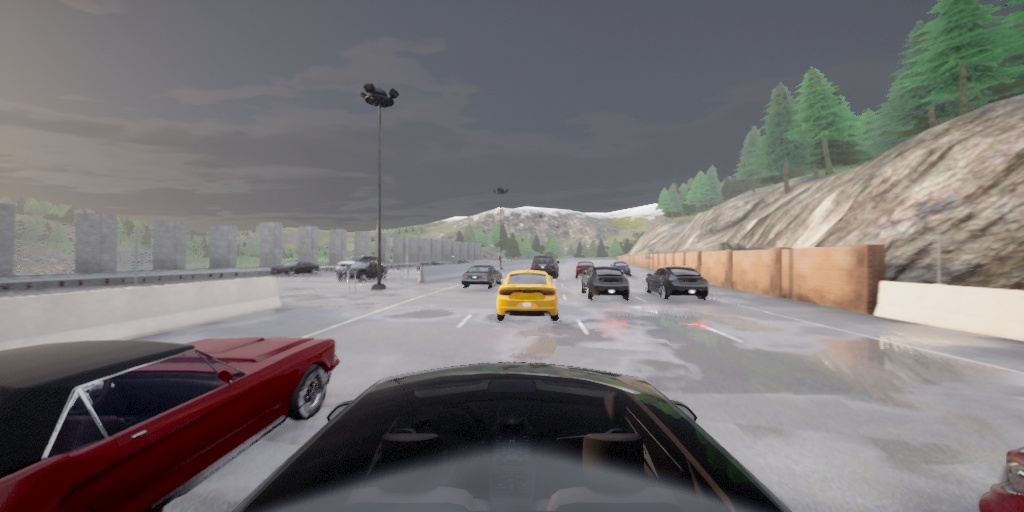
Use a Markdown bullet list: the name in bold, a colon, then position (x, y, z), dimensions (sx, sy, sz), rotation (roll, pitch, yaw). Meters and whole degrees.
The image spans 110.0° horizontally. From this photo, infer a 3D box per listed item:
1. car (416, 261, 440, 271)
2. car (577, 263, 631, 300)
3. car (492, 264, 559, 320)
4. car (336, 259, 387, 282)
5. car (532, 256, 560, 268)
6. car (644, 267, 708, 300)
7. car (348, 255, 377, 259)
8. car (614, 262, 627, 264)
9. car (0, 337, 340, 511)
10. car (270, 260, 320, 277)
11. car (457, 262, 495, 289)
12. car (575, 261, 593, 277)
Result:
- **car**: position (-11.359, 1.313, 49.046), dimensions (1.994, 1.385, 4.181), rotation (0, 0, 14)
- **car**: position (4.542, 1.276, 17.922), dimensions (1.837, 1.490, 4.892), rotation (0, 0, 6)
- **car**: position (0.581, 1.235, 12.733), dimensions (1.882, 1.535, 5.008), rotation (0, 0, 4)
- **car**: position (-11.912, 1.214, 28.792), dimensions (1.882, 1.535, 5.008), rotation (0, 0, 9)
- **car**: position (2.941, 0.996, 31.548), dimensions (2.150, 2.045, 5.566), rotation (0, 0, 10)
- **car**: position (8.062, 1.284, 17.961), dimensions (1.837, 1.490, 4.892), rotation (0, 0, 6)
- **car**: position (-17.012, 0.954, 39.945), dimensions (2.150, 2.045, 5.566), rotation (0, 0, 12)
- **car**: position (11.425, 1.324, 37.999), dimensions (1.812, 1.442, 4.674), rotation (0, 0, 12)
- **car**: position (-3.343, 1.343, 2.880), dimensions (1.895, 1.301, 4.718), rotation (0, 0, 1)
- **car**: position (-21.410, 1.194, 35.554), dimensions (1.882, 1.535, 5.008), rotation (0, 0, 11)
- **car**: position (-1.870, 1.305, 23.553), dimensions (2.033, 1.411, 5.357), rotation (0, 0, 8)
- **car**: position (7.389, 1.265, 35.903), dimensions (1.882, 1.535, 5.008), rotation (0, 0, 12)
